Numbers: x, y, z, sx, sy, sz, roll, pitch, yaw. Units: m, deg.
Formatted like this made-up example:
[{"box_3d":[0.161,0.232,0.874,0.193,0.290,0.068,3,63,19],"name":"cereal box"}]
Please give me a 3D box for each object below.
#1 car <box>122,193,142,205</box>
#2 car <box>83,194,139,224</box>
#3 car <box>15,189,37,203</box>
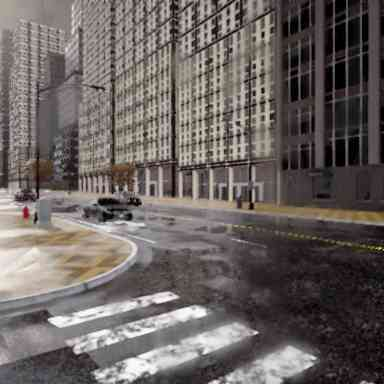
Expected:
[{"box_3d":[-7.043,0.854,34.359,2.033,1.411,5.357,0,1,-36],"name":"car"},{"box_3d":[-5.359,1.053,20.707,1.812,1.442,4.674,0,1,-36],"name":"car"},{"box_3d":[-21.146,0.399,42.381,2.097,1.767,4.553,0,1,-36],"name":"car"}]
